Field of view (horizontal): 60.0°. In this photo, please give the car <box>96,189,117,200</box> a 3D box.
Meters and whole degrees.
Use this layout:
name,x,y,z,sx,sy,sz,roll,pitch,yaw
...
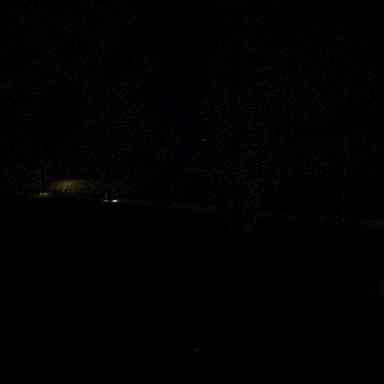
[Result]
name,x,y,z,sx,sy,sz,roll,pitch,yaw
car,-13.778,0.300,53.481,2.097,1.767,4.553,0,1,-35
